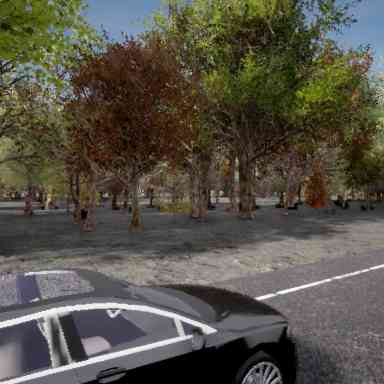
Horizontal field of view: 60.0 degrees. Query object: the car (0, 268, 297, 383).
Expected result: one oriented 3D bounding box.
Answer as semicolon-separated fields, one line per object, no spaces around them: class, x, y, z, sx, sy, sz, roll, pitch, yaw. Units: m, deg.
car;-1.088;1.492;2.969;4.902;1.511;2.128;0;0;-35
